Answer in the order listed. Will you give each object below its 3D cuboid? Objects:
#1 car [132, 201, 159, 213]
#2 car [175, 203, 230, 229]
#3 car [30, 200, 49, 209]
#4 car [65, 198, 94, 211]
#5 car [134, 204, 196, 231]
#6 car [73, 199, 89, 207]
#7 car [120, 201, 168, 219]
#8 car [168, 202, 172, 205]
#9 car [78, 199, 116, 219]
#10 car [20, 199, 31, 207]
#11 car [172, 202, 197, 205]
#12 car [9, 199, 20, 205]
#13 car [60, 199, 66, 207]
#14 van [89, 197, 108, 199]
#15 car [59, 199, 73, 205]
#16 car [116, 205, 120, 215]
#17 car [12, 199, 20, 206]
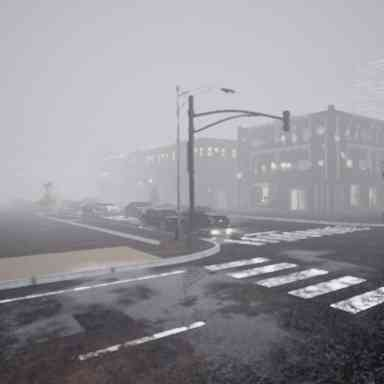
[{"bbox_3d":[-6.150,1.913,43.404,1.802,1.307,4.206,-2,0,-35],"label":"car"},{"bbox_3d":[0.753,1.746,23.536,1.994,1.385,4.181,-1,0,-35],"label":"car"},{"bbox_3d":[-25.644,2.168,56.553,1.752,1.417,4.829,-2,0,-35],"label":"car"},{"bbox_3d":[-15.950,2.031,47.373,2.033,1.411,5.357,-1,0,-34],"label":"car"},{"bbox_3d":[-1.938,1.787,22.633,1.947,1.339,4.313,-2,0,-35],"label":"car"},{"bbox_3d":[-22.072,2.149,66.042,1.887,1.381,4.507,-2,0,-35],"label":"car"},{"bbox_3d":[-4.587,1.633,31.126,2.097,1.767,4.553,-1,0,-35],"label":"car"},{"bbox_3d":[-2.967,1.855,38.877,1.802,1.307,4.206,-2,0,-35],"label":"car"},{"bbox_3d":[-9.824,1.806,34.053,1.967,1.590,4.097,-2,0,-35],"label":"car"},{"bbox_3d":[-32.110,2.301,65.748,2.008,1.369,4.403,-1,0,-35],"label":"car"},{"bbox_3d":[0.217,1.766,34.348,2.008,1.369,4.403,-2,0,-35],"label":"car"},{"bbox_3d":[-44.845,2.503,83.858,1.887,1.381,4.507,-1,0,-35],"label":"car"},{"bbox_3d":[-23.278,2.096,63.267,1.882,1.535,5.008,-1,0,-35],"label":"car"},{"bbox_3d":[-15.708,1.839,56.986,1.690,1.788,3.998,-2,0,-35],"label":"van"},{"bbox_3d":[-28.440,2.276,75.098,1.947,1.339,4.313,-2,0,-35],"label":"car"},{"bbox_3d":[-9.777,1.901,38.530,1.812,1.442,4.674,-1,0,-35],"label":"car"},{"bbox_3d":[-38.480,2.295,74.802,1.967,1.590,4.097,-1,0,-35],"label":"car"}]
